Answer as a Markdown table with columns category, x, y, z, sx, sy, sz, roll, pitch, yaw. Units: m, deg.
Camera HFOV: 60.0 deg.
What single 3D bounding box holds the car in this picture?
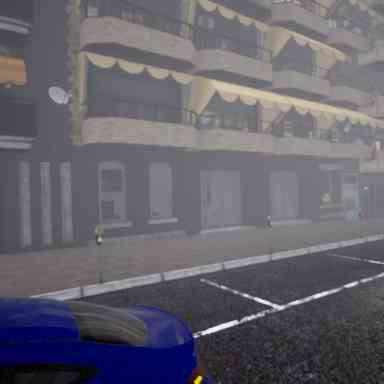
| category | x | y | z | sx | sy | sz | roll | pitch | yaw |
| --- | --- | --- | --- | --- | --- | --- | --- | --- | --- |
| car | -1.976 | 1.530 | 1.929 | 4.674 | 1.442 | 1.812 | 0 | 0 | -35 |
